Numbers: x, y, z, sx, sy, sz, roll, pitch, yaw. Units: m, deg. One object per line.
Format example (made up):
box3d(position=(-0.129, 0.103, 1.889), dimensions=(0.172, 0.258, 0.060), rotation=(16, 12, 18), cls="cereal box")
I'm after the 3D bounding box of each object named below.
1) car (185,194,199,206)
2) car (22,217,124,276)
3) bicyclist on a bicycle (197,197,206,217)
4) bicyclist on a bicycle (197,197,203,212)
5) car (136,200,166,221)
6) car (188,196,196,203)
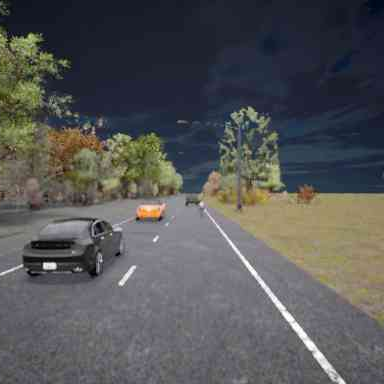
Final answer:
box3d(position=(-0.022, 1.387, 58.970), dimensions=(2.150, 2.045, 5.566), rotation=(0, 0, 0), cls="car")
box3d(position=(-3.410, 1.534, 10.383), dimensions=(1.837, 1.490, 4.892), rotation=(0, 0, 0), cls="car")
box3d(position=(0.917, 1.523, 31.488), dimensions=(0.866, 1.612, 1.509), rotation=(0, 0, 0), cls="bicyclist on a bicycle")
box3d(position=(0.937, 1.482, 40.415), dimensions=(0.659, 1.776, 1.843), rotation=(0, 0, 0), cls="bicyclist on a bicycle")
box3d(position=(-3.421, 1.431, 28.559), dimensions=(2.097, 1.767, 4.553), rotation=(0, 0, 0), cls="car")
box3d(position=(-0.050, 1.690, 75.953), dimensions=(1.882, 1.535, 5.008), rotation=(0, 0, 0), cls="car")
